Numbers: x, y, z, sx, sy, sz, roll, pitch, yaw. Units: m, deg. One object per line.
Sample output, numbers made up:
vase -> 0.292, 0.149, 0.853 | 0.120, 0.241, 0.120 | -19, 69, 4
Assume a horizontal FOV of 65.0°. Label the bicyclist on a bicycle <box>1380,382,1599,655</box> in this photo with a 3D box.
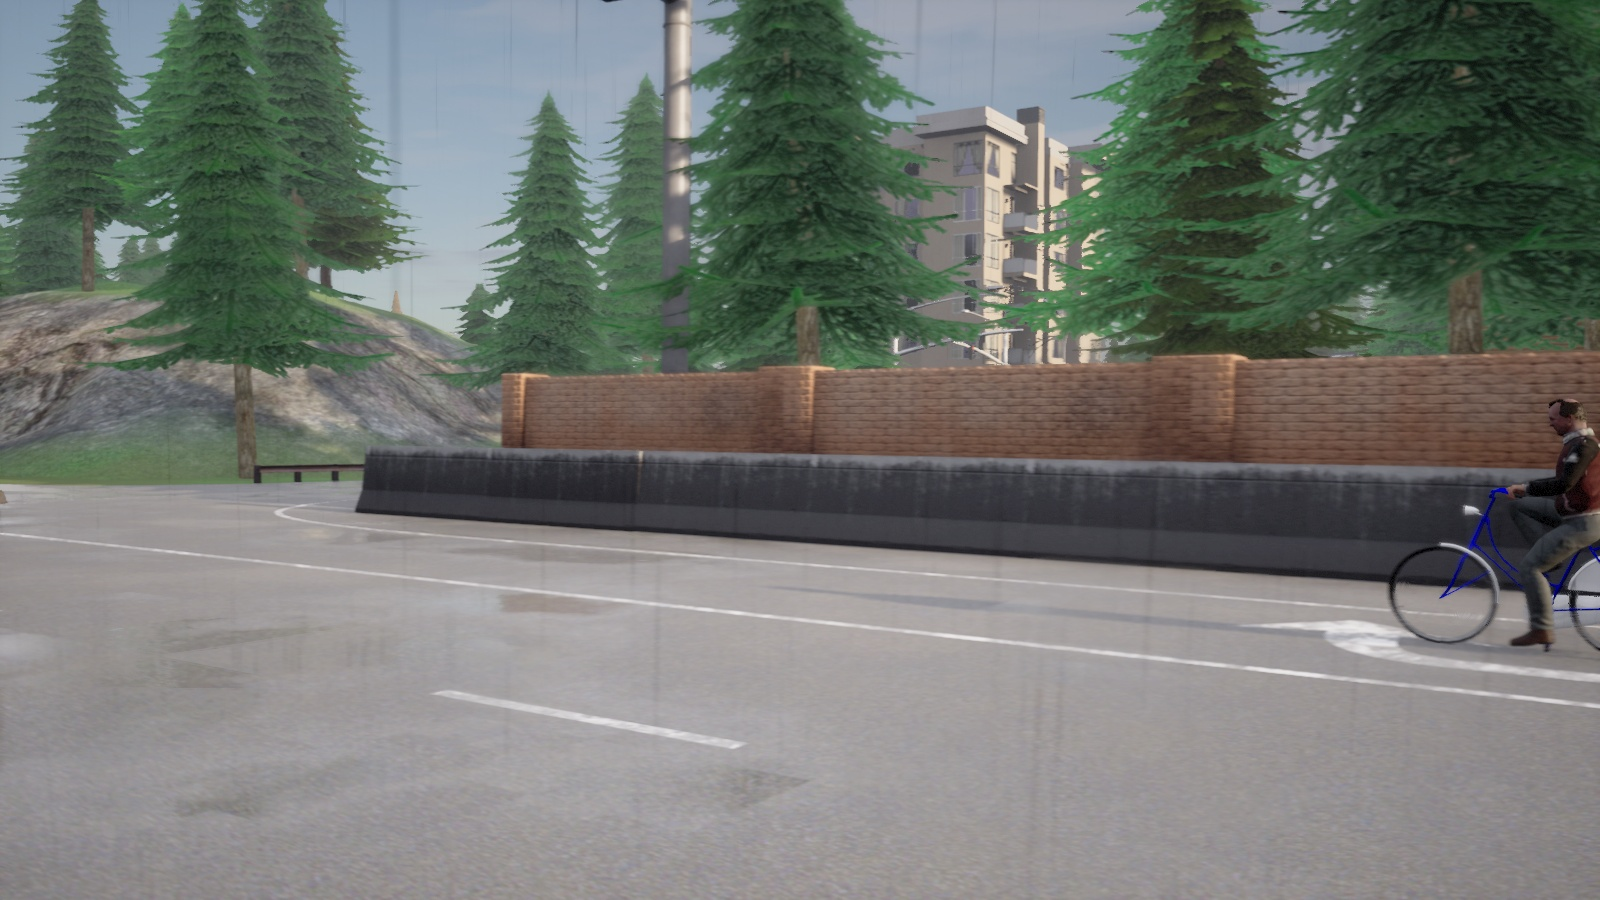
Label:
bicyclist on a bicycle -> 5.061, 0.438, 8.661 | 1.843, 1.776, 0.659 | 0, 1, 34
